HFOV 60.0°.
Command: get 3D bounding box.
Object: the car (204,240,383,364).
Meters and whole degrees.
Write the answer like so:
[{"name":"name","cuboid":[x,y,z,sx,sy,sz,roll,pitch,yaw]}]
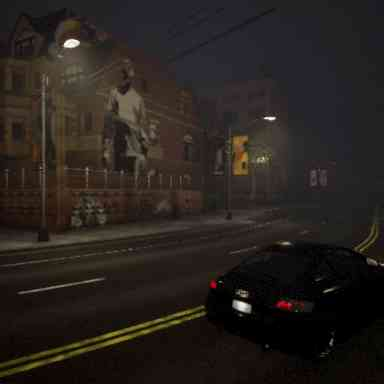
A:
[{"name":"car","cuboid":[2.198,1.589,6.035,4.181,1.385,1.994,0,0,-42]}]
